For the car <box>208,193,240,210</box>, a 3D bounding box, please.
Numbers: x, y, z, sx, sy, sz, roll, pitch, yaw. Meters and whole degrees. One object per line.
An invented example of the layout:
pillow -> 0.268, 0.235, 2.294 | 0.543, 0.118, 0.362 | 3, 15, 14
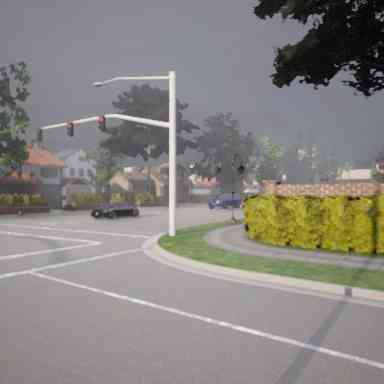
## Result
car -> 4.280, 1.198, 43.259 | 2.150, 2.045, 5.566 | 0, 0, 35

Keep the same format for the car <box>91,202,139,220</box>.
car -> -6.387, 1.540, 27.964 | 1.994, 1.385, 4.181 | 0, 0, 35
